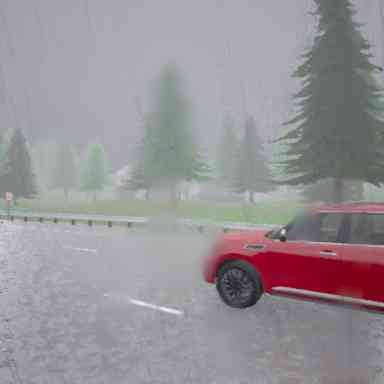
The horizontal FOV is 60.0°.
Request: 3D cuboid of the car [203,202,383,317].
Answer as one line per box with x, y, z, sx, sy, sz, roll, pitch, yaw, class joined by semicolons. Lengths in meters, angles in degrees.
2.882;1.207;6.163;5.566;2.045;2.150;0;0;35;car
